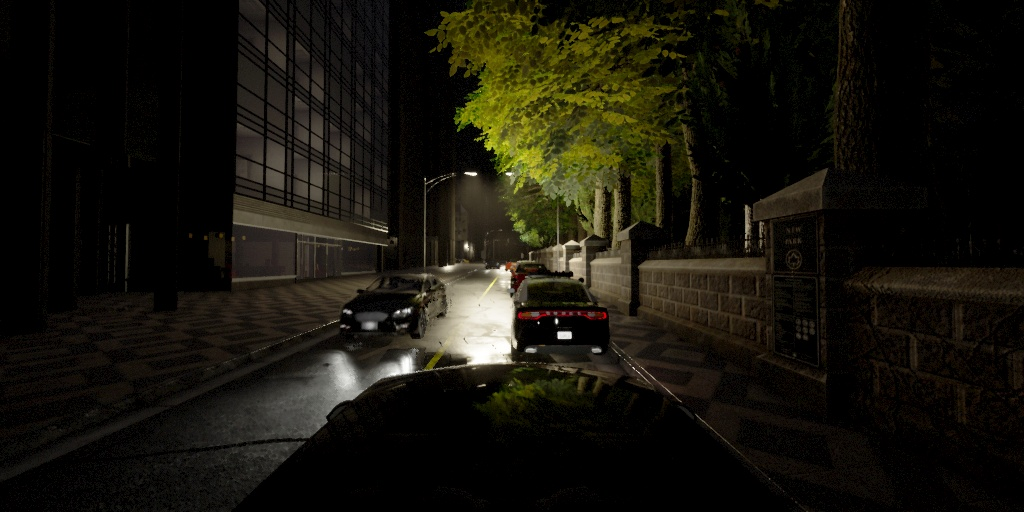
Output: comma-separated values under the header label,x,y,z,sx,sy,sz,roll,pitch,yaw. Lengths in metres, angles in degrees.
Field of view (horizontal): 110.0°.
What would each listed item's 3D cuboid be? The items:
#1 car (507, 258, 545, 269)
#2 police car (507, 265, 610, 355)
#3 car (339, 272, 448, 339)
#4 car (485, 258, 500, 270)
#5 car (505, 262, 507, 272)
label,x,y,z,sx,sy,sz,roll,pitch,yaw
car,0.958,1.106,18.680,2.097,1.767,4.553,0,0,0
police car,0.924,1.177,8.817,1.930,1.638,5.238,0,0,0
car,-3.071,1.244,10.205,2.128,1.511,4.902,0,0,0
car,-2.820,1.136,52.830,2.097,1.767,4.553,0,0,0
car,0.207,1.129,47.423,2.097,1.767,4.553,0,0,1
